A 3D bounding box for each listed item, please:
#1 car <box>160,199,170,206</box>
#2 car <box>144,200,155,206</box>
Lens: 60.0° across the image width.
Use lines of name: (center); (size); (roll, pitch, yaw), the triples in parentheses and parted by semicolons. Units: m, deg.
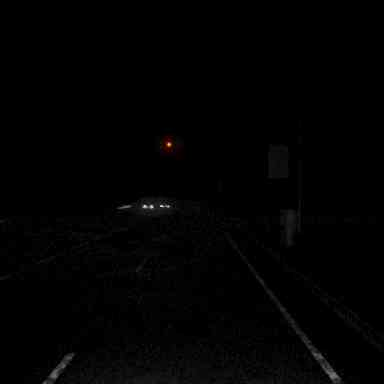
car: (-5.867, 2.262, 73.014); (1.994, 1.385, 4.181); (0, 0, 1)
car: (-9.369, 2.303, 72.944); (1.895, 1.301, 4.718); (0, 0, 1)
